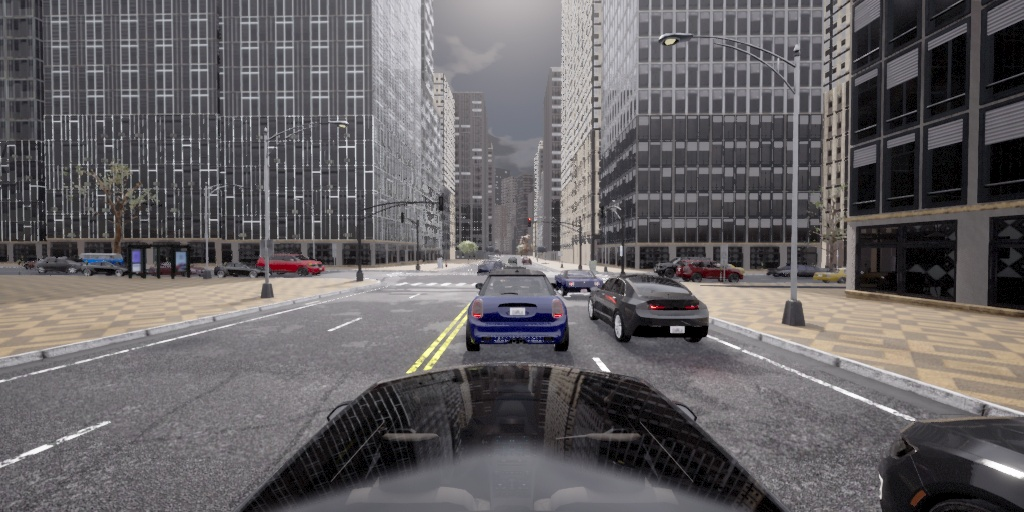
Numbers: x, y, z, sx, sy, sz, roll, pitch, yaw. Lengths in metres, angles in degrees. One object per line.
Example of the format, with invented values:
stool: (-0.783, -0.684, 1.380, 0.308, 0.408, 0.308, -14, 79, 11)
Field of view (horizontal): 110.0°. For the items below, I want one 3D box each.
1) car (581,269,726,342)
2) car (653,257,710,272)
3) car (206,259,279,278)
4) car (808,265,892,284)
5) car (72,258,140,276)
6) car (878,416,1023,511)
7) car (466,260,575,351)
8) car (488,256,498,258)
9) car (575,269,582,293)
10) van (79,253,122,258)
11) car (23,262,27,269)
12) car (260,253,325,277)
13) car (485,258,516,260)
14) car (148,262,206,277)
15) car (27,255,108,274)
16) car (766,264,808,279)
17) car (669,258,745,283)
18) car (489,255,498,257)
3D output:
car: (3.363, 1.251, 9.717, 1.837, 1.490, 4.892, 0, 0, 0)
car: (16.986, 1.089, 35.467, 5.566, 2.045, 2.150, 1, 1, 1)
car: (-22.683, 1.174, 30.302, 4.313, 1.339, 1.948, 0, 0, 1)
car: (27.689, 1.579, 29.491, 4.829, 1.417, 1.751, 0, 0, 1)
car: (-34.047, 1.069, 30.628, 4.313, 1.339, 1.948, 0, 0, 1)
car: (3.344, 1.255, 0.318, 1.837, 1.490, 4.892, 0, 0, 0)
car: (0.112, 1.098, 9.111, 2.097, 1.767, 4.553, 0, 0, 0)
car: (-3.260, 1.192, 50.645, 1.882, 1.535, 5.008, 0, 0, 0)
car: (3.380, 1.341, 19.027, 1.895, 1.301, 4.718, 0, 0, 0)
van: (-45.223, 0.605, 39.308, 3.998, 1.789, 1.690, 0, 0, 1)
car: (-50.905, 0.793, 39.433, 4.207, 1.307, 1.802, 0, 0, 1)
car: (-20.318, 0.804, 32.952, 5.566, 2.045, 2.150, 1, 1, 1)
car: (-1.895, 1.217, 38.818, 1.994, 1.385, 4.181, 1, 1, 37)
car: (-28.367, 1.138, 30.445, 4.207, 1.307, 1.802, 0, 0, 1)
car: (-41.351, 0.898, 33.433, 4.892, 1.490, 1.837, 1, 1, 1)
car: (28.212, 1.513, 35.261, 5.357, 1.411, 2.033, 1, 1, 1)
car: (16.241, 1.269, 29.707, 5.009, 1.841, 2.192, 0, 0, 1)
car: (-3.228, 0.925, 60.594, 2.150, 2.045, 5.566, 0, 0, 0)
